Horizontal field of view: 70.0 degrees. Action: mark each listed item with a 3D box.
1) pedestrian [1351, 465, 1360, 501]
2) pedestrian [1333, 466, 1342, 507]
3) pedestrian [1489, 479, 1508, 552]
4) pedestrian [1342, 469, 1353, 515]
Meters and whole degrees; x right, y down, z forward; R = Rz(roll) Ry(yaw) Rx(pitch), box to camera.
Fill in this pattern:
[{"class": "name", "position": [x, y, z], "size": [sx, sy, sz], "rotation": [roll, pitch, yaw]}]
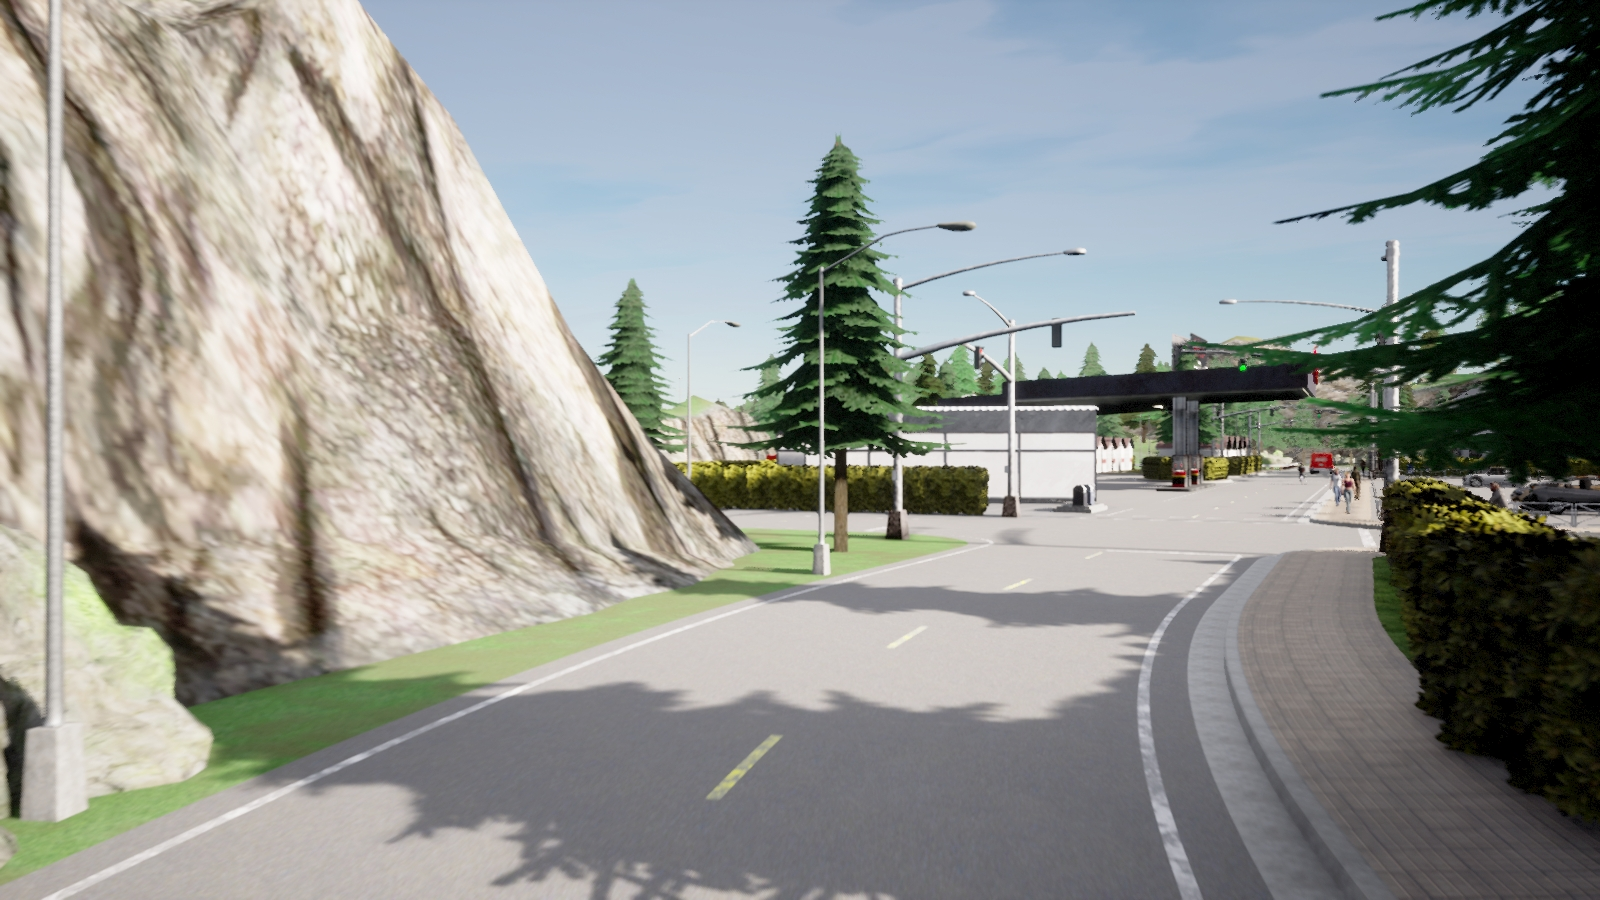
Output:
[{"class": "pedestrian", "position": [28.644, 1.696, 58.922], "size": [0.375, 1.860, 0.375], "rotation": [0, 0, 28]}, {"class": "pedestrian", "position": [24.980, 1.697, 53.112], "size": [0.375, 1.860, 0.375], "rotation": [0, 0, 23]}, {"class": "pedestrian", "position": [18.065, 1.696, 29.559], "size": [0.375, 1.860, 0.375], "rotation": [0, 0, 22]}, {"class": "pedestrian", "position": [22.297, 1.696, 46.546], "size": [0.375, 1.860, 0.375], "rotation": [0, 0, 20]}]
